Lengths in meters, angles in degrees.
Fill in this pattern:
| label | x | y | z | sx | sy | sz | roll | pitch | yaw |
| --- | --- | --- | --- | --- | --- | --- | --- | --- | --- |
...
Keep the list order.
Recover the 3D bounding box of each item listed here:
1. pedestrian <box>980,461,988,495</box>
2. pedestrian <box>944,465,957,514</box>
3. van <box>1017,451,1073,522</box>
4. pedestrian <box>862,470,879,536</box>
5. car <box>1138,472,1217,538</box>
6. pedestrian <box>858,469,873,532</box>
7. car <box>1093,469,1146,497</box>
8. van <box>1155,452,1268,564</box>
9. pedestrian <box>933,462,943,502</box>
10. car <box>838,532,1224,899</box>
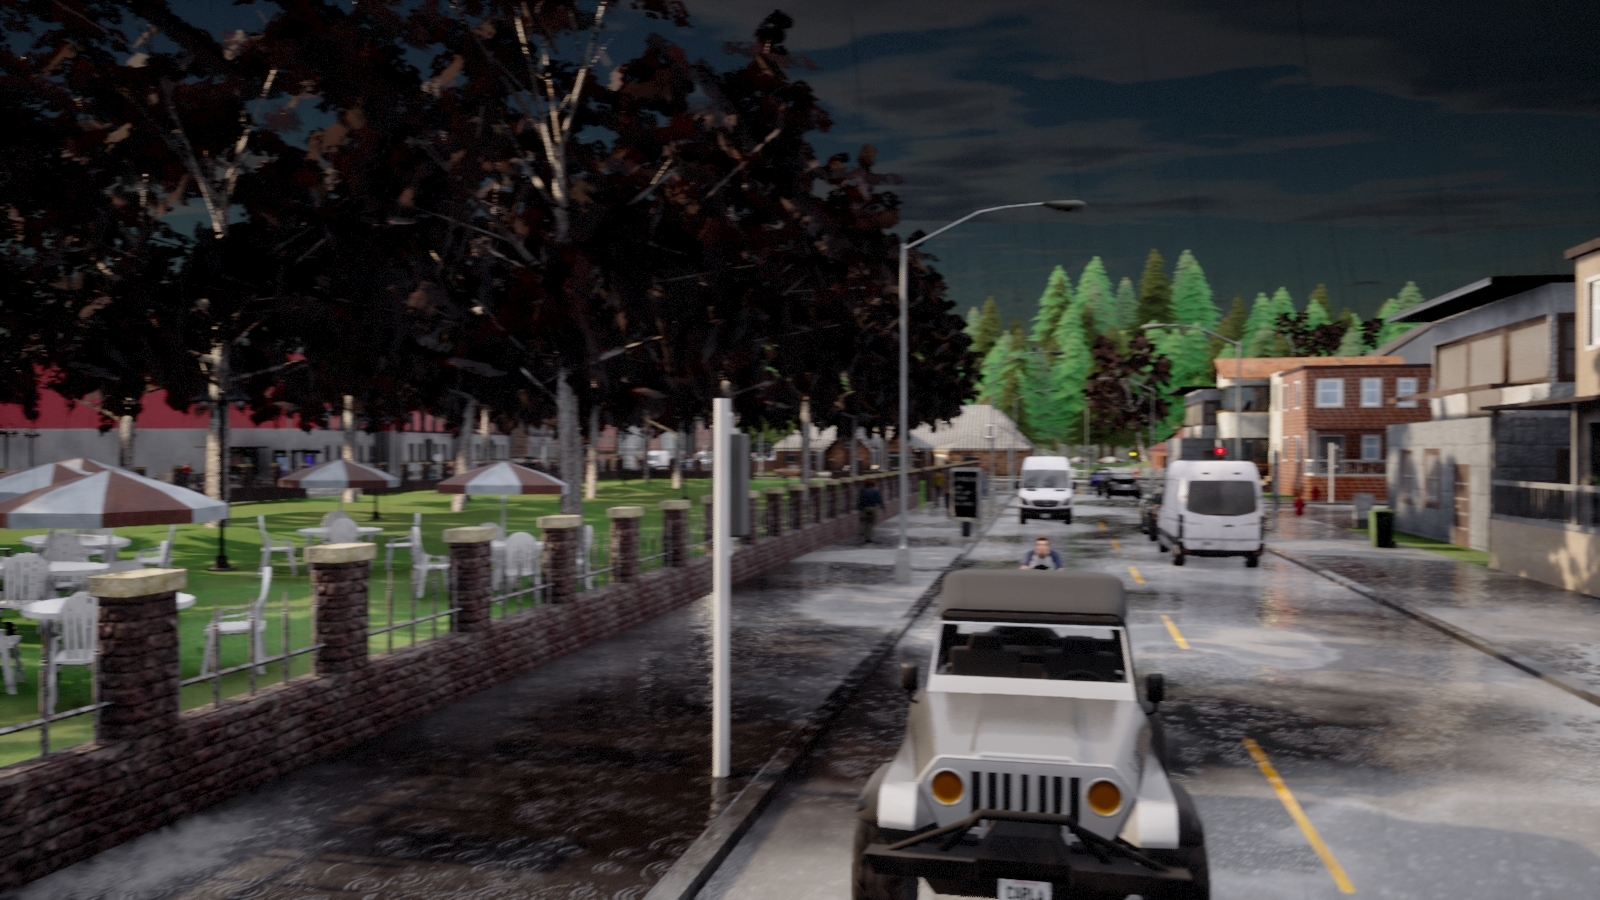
| label | x | y | z | sx | sy | sz | roll | pitch | yaw |
| --- | --- | --- | --- | --- | --- | --- | --- | --- | --- |
| pedestrian | 9.996 | 1.526 | 62.006 | 0.375 | 1.860 | 0.375 | 0 | 0 | 23 |
| pedestrian | 5.824 | 1.522 | 44.207 | 0.375 | 1.860 | 0.375 | 0 | 0 | 28 |
| van | 9.624 | 1.321 | 44.707 | 1.988 | 2.561 | 5.915 | 0 | 0 | 13 |
| pedestrian | 2.025 | 1.516 | 32.759 | 0.375 | 1.860 | 0.375 | 0 | 0 | 28 |
| car | 11.889 | 1.660 | 36.251 | 1.932 | 1.855 | 4.605 | 0 | 0 | 12 |
| pedestrian | 1.964 | 1.516 | 34.375 | 0.375 | 1.860 | 0.375 | 0 | 0 | 14 |
| car | 18.568 | 1.864 | 66.551 | 2.163 | 1.488 | 4.792 | 0 | 0 | 5 |
| van | 10.402 | 1.329 | 29.342 | 1.988 | 2.561 | 5.915 | 0 | 0 | 12 |
| pedestrian | 6.562 | 1.520 | 54.159 | 0.375 | 1.860 | 0.375 | 0 | 0 | 23 |
| car | 1.549 | 1.638 | 7.652 | 1.905 | 1.878 | 3.866 | 0 | 0 | 12 |
